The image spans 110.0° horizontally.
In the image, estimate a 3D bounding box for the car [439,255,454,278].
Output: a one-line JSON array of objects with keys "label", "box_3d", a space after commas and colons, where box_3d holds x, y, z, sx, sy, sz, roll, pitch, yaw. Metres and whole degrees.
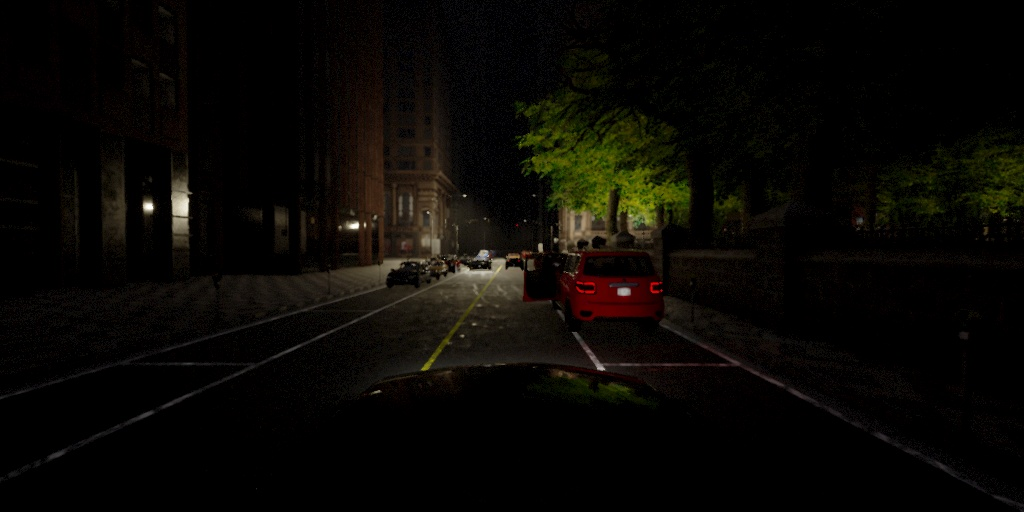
[{"label": "car", "box_3d": [-5.645, 0.848, 25.580, 1.751, 1.417, 4.829, 0, 0, 0]}]

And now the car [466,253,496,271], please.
[{"label": "car", "box_3d": [-2.921, 0.722, 34.594, 1.994, 1.385, 4.181, 0, 1, 0]}]

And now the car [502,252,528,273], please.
[{"label": "car", "box_3d": [0.245, 0.603, 37.125, 2.128, 1.511, 4.902, 0, 1, 1]}]

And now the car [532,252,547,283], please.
[{"label": "car", "box_3d": [2.881, 0.640, 25.719, 2.192, 1.841, 5.009, 0, 0, 0]}]

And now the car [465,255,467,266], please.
[{"label": "car", "box_3d": [-5.561, 0.577, 42.320, 1.948, 1.339, 4.313, 0, 0, 0]}]

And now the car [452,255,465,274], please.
[{"label": "car", "box_3d": [-5.616, 0.660, 31.274, 1.967, 1.591, 4.097, 0, 0, 0]}]

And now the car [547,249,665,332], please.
[{"label": "car", "box_3d": [2.437, 0.819, 10.434, 2.150, 2.045, 5.566, 0, 1, 0]}]

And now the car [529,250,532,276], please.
[{"label": "car", "box_3d": [2.909, 0.538, 31.243, 2.192, 1.841, 5.009, 0, 0, 0]}]

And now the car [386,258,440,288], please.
[{"label": "car", "box_3d": [-5.672, 0.973, 20.227, 2.007, 1.370, 4.403, 0, 0, 0]}]
